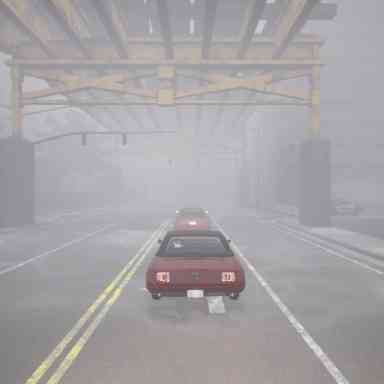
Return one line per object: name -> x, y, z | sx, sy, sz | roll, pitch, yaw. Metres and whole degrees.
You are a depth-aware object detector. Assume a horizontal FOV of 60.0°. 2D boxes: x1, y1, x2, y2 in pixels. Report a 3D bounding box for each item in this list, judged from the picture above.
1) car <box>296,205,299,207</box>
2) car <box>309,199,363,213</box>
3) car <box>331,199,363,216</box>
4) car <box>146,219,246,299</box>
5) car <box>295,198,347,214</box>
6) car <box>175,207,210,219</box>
car -> 13.479, 1.239, 34.633 | 4.536, 1.218, 1.853 | 0, 0, 25
car -> 13.174, 1.247, 30.512 | 4.536, 1.218, 1.853 | 0, 0, -20
car -> 13.125, 1.404, 30.494 | 4.974, 1.542, 2.038 | 0, 0, -20
car -> 0.059, 1.594, 8.387 | 1.895, 1.301, 4.718 | 0, 0, 0
car -> 13.432, 1.396, 34.655 | 4.974, 1.542, 2.038 | 0, 0, 25
car -> 0.005, 1.535, 18.863 | 1.994, 1.385, 4.181 | 0, 0, -1
